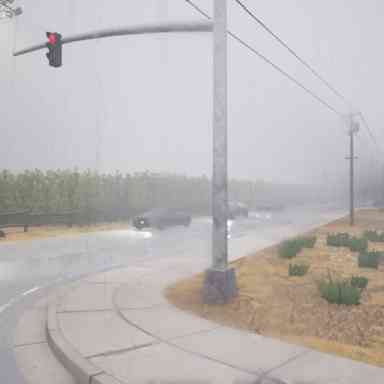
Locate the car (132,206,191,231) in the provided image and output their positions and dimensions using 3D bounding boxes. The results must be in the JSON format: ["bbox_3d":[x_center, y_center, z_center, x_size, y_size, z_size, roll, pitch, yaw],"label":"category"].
[{"bbox_3d":[-1.825,1.599,21.123,1.994,1.385,4.181,0,0,33],"label":"car"}]

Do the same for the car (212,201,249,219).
[{"bbox_3d":[3.519,1.560,29.457,1.812,1.442,4.674,0,0,32],"label":"car"}]

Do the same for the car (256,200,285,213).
[{"bbox_3d":[9.132,1.582,38.249,2.033,1.411,5.357,0,0,33],"label":"car"}]
